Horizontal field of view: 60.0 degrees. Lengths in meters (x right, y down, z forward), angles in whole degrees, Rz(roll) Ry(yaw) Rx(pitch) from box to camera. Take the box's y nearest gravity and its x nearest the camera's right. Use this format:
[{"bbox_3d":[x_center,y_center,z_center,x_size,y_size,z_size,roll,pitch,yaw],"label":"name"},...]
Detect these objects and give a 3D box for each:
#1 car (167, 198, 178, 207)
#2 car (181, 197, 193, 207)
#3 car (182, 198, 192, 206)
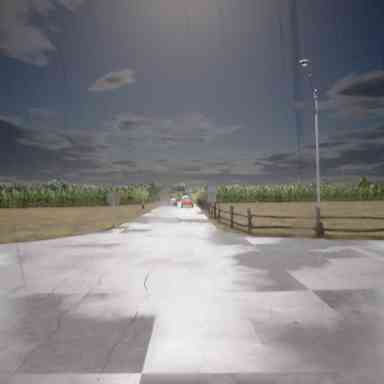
[{"bbox_3d":[-3.654,1.902,61.607,2.128,1.511,4.902,0,-1,-1],"label":"car"},{"bbox_3d":[-0.842,1.721,57.447,2.097,1.767,4.553,0,-1,-1],"label":"car"},{"bbox_3d":[-0.989,1.979,67.481,1.837,1.490,4.892,0,-1,-1],"label":"car"}]
